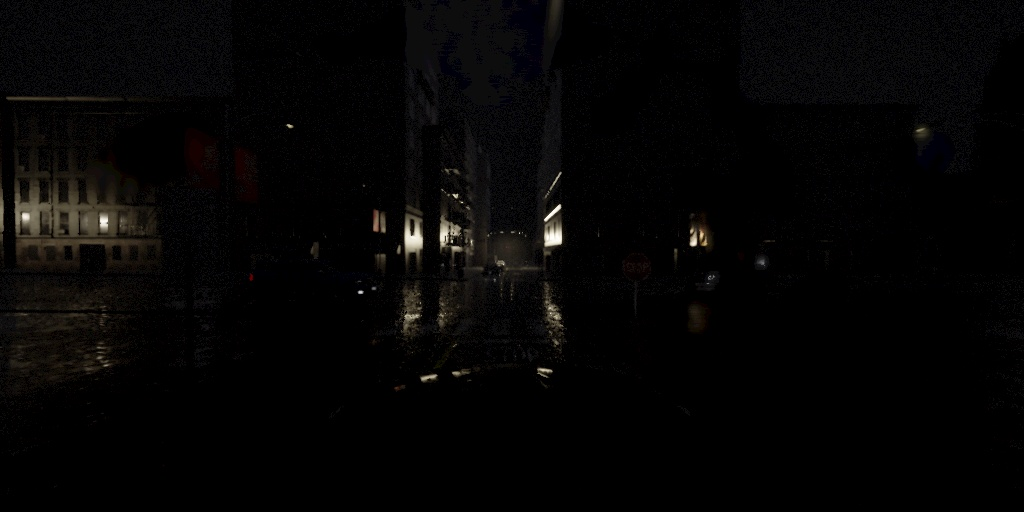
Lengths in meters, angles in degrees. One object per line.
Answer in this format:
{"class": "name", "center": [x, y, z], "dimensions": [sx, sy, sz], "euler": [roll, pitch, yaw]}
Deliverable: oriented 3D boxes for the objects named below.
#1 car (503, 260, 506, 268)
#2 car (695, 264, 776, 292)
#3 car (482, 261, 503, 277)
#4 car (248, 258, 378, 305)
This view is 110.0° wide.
{"class": "car", "center": [-2.466, 1.843, 59.434], "dimensions": [2.128, 1.511, 4.902], "euler": [0, -1, 0]}
{"class": "car", "center": [14.749, 1.380, 23.889], "dimensions": [4.553, 1.767, 2.097], "euler": [0, 1, 0]}
{"class": "car", "center": [-2.514, 1.694, 43.623], "dimensions": [2.128, 1.511, 4.902], "euler": [0, -1, 0]}
{"class": "car", "center": [-9.361, 1.157, 17.090], "dimensions": [5.566, 2.045, 2.150], "euler": [1, 1, 0]}
